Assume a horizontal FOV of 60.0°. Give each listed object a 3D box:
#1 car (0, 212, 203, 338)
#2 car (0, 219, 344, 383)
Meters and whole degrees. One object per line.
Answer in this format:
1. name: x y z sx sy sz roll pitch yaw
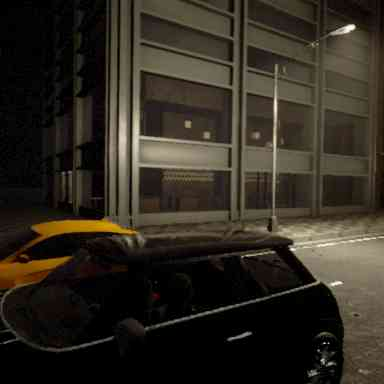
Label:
1. car: -2.410 1.288 6.049 5.008 1.535 1.882 0 2 -32
2. car: -0.582 1.252 3.356 4.553 1.767 2.097 0 2 -32
